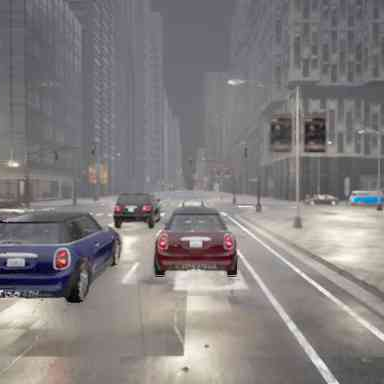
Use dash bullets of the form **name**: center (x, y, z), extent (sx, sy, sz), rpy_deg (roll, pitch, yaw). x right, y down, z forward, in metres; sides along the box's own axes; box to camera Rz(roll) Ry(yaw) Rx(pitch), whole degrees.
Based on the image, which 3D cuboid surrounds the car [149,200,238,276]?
- **car**: center (0.098, 1.233, 10.065), extent (2.097, 1.767, 4.553), rpy_deg (0, 1, 0)

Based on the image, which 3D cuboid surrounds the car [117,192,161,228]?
- **car**: center (-3.153, 0.986, 19.890), extent (2.150, 2.045, 5.566), rpy_deg (0, 1, 0)

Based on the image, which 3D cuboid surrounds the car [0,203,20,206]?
- **car**: center (-6.574, 1.349, 12.091), extent (2.128, 1.511, 4.902), rpy_deg (0, 1, 0)

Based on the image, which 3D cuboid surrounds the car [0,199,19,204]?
- **car**: center (-9.799, 1.162, 15.980), extent (2.097, 1.767, 4.553), rpy_deg (0, 1, 0)

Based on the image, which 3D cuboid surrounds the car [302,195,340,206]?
- **car**: center (15.871, 1.029, 41.064), extent (4.403, 1.369, 2.008), rpy_deg (0, 1, 0)

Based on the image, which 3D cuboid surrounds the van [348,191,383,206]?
- **van**: center (21.489, 0.808, 41.038), extent (3.998, 1.788, 1.690), rpy_deg (0, 1, 0)

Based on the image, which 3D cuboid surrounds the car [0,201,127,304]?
- **car**: center (-3.150, 1.255, 8.072), extent (2.097, 1.767, 4.553), rpy_deg (0, 1, 0)

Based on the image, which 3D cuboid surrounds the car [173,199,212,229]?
- **car**: center (0.087, 1.246, 20.680), extent (2.128, 1.511, 4.902), rpy_deg (0, 1, 2)
